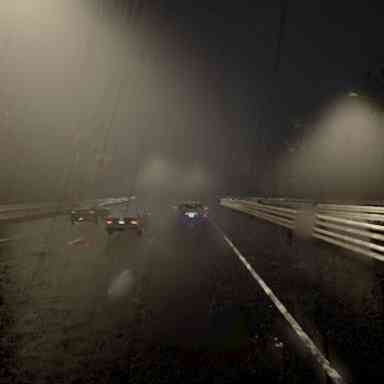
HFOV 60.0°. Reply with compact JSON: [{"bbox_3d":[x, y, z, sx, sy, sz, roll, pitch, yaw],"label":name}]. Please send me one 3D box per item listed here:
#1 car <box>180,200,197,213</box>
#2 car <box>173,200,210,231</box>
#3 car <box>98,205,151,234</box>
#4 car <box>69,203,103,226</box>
[{"bbox_3d":[-0.436,1.622,39.175,1.895,1.301,4.718,0,0,-2],"label":"car"},{"bbox_3d":[-0.068,1.357,20.798,2.097,1.767,4.553,0,0,-1],"label":"car"},{"bbox_3d":[-3.537,1.552,19.029,2.033,1.411,5.357,0,0,-1],"label":"car"},{"bbox_3d":[-7.110,1.500,23.632,2.128,1.511,4.902,0,0,-1],"label":"car"}]
